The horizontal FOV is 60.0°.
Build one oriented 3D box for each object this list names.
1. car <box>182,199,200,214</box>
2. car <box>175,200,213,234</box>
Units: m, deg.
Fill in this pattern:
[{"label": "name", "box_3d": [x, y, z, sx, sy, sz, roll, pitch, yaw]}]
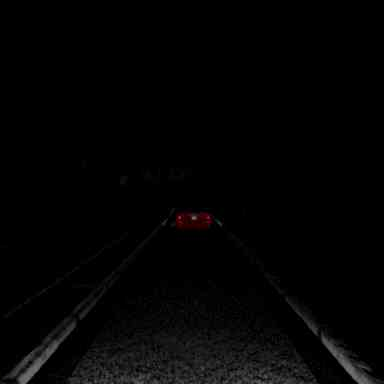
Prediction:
[{"label": "car", "box_3d": [-0.174, 1.613, 38.209, 1.882, 1.535, 5.008, 0, 0, -2]}, {"label": "car", "box_3d": [0.104, 1.425, 20.079, 2.097, 1.767, 4.553, 0, 0, 0]}]
